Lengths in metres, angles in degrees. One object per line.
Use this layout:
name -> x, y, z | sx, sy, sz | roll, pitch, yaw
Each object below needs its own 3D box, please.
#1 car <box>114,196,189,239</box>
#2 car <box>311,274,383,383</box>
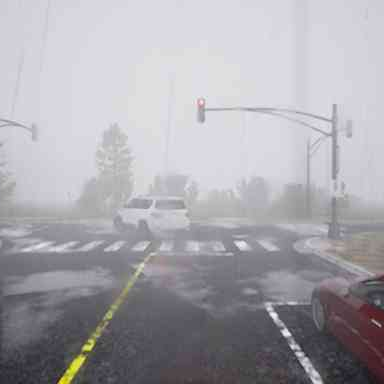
car -> -2.272, 1.246, 17.768 | 2.150, 2.045, 5.566 | 1, 0, -33
car -> 2.808, 1.580, 3.899 | 1.802, 1.307, 4.206 | -1, 0, 0
